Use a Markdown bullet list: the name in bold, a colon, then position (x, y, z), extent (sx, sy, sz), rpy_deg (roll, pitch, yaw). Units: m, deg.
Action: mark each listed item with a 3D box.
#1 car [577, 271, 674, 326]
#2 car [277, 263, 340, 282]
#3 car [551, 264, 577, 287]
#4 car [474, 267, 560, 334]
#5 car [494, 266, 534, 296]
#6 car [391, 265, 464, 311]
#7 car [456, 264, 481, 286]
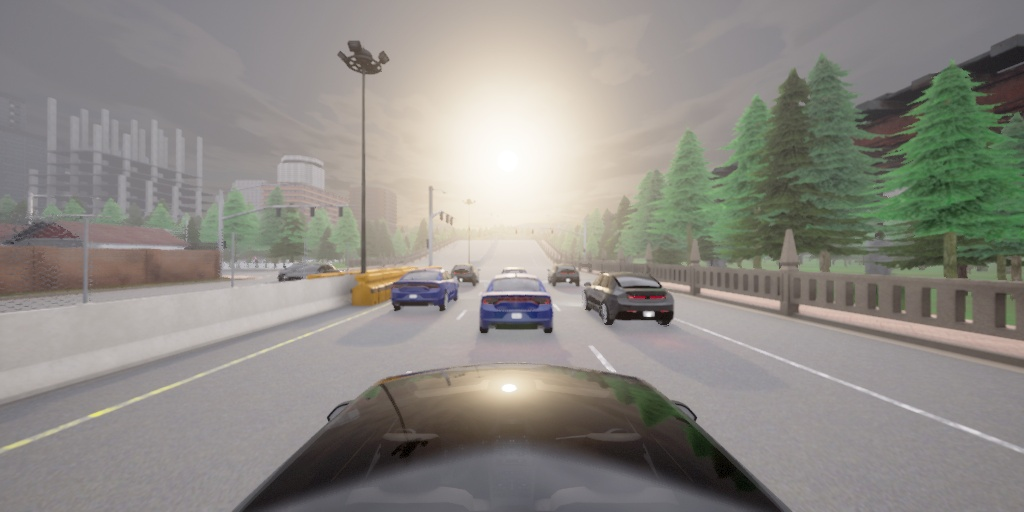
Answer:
- **car**: position (3.615, 1.285, 11.873), extent (1.837, 1.490, 4.892), rpy_deg (0, 0, 0)
- **car**: position (-14.013, 1.324, 25.401), extent (1.837, 1.490, 4.892), rpy_deg (0, -1, 1)
- **car**: position (3.636, 1.323, 25.635), extent (1.837, 1.490, 4.892), rpy_deg (0, 0, 0)
- **car**: position (0.110, 1.254, 10.822), extent (1.882, 1.535, 5.008), rpy_deg (0, 0, 0)
- **car**: position (0.127, 1.353, 20.892), extent (2.033, 1.411, 5.357), rpy_deg (0, 0, 0)
- **car**: position (-3.383, 1.266, 14.758), extent (1.882, 1.535, 5.008), rpy_deg (0, -1, 0)
- **car**: position (-3.404, 1.325, 25.984), extent (1.837, 1.490, 4.892), rpy_deg (0, 0, -1)
